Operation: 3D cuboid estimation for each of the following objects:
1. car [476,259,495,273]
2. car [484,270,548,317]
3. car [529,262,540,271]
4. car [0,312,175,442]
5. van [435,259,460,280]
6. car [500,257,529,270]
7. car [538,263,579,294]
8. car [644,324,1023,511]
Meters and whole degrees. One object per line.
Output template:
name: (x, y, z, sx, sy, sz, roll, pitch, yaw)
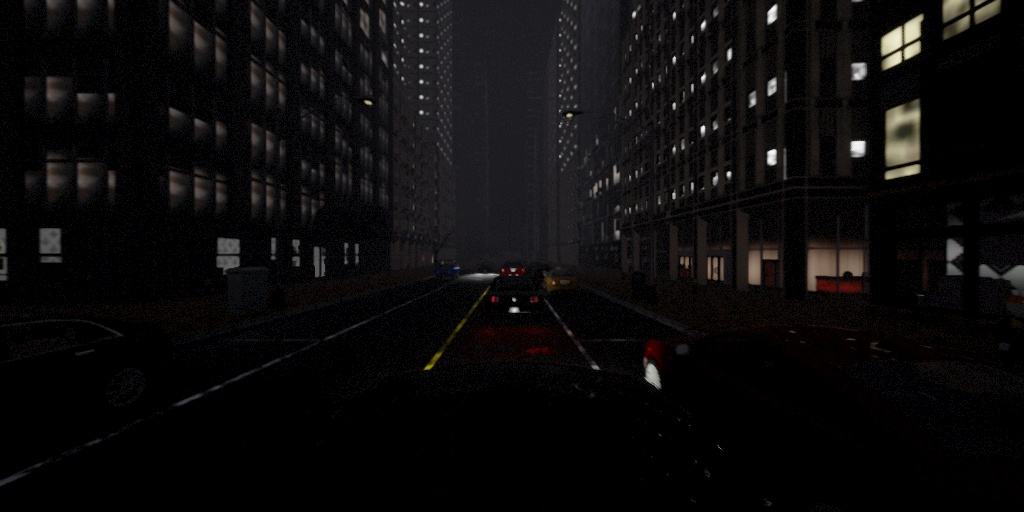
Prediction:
car: (-3.073, 1.402, 43.816, 1.895, 1.301, 4.718, 0, 0, 0)
car: (0.088, 1.370, 13.245, 1.895, 1.301, 4.718, 0, 0, 0)
car: (2.704, 1.357, 31.789, 1.948, 1.339, 4.313, 0, 0, 0)
car: (-5.689, 1.303, 3.302, 2.007, 1.370, 4.403, 0, 0, 0)
van: (-5.676, 1.132, 31.796, 1.690, 1.789, 3.998, 0, 0, 0)
car: (0.098, 1.141, 29.607, 2.097, 1.767, 4.553, 0, 0, 0)
car: (2.699, 1.304, 20.561, 1.751, 1.417, 4.829, 0, 0, 0)
car: (2.691, 1.298, 3.296, 1.888, 1.381, 4.507, 0, 0, 0)
